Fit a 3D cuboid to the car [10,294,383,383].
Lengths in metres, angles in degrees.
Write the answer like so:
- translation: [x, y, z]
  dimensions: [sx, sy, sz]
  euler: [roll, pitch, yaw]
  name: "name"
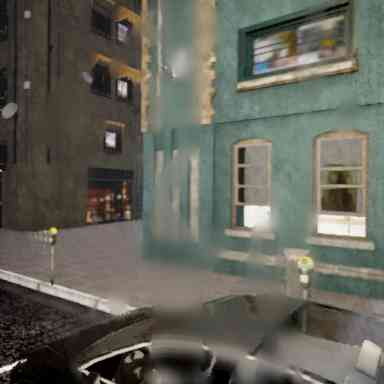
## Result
- translation: [0.323, 1.562, 2.634]
  dimensions: [4.313, 1.339, 1.947]
  euler: [0, 1, 35]
  name: "car"
